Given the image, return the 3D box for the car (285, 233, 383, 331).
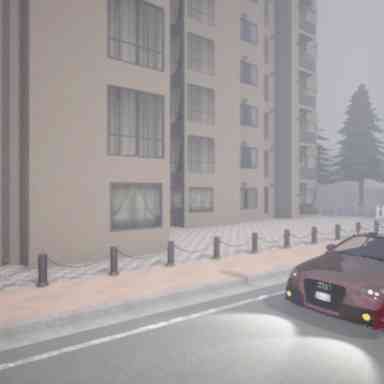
[{"bbox_3d":[3.824,1.567,6.724,4.181,1.385,1.994,0,0,-35],"label":"car"}]
